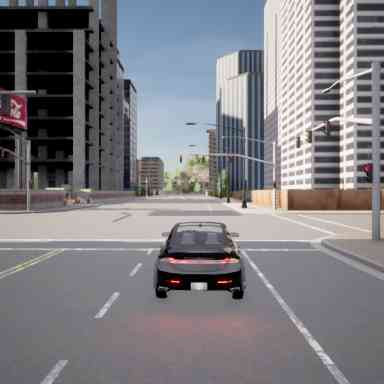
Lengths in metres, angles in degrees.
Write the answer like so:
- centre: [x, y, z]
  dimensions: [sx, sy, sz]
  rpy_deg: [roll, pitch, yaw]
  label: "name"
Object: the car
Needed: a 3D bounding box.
- centre: [0.207, 1.492, 8.440]
  dimensions: [2.128, 1.511, 4.902]
  rpy_deg: [0, 0, 2]
  label: "car"
